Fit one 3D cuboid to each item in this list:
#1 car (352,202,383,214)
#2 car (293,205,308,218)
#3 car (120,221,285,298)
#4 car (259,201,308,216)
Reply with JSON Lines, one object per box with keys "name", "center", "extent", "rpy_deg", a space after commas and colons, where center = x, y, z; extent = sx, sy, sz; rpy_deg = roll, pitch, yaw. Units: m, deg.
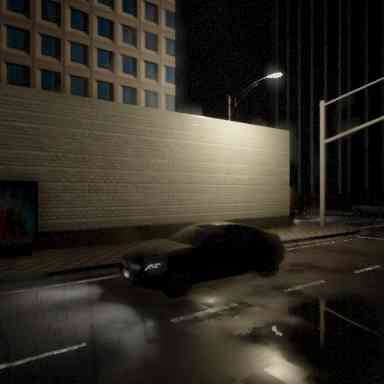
{"name": "car", "center": [18.854, 1.656, 33.709], "extent": [1.895, 1.301, 4.718], "rpy_deg": [0, 0, -39]}
{"name": "car", "center": [8.116, 1.581, 29.970], "extent": [1.812, 1.442, 4.674], "rpy_deg": [0, 0, -36]}
{"name": "car", "center": [0.465, 1.526, 8.633], "extent": [4.674, 1.442, 1.812], "rpy_deg": [0, 0, -36]}
{"name": "car", "center": [9.317, 1.656, 34.295], "extent": [1.895, 1.301, 4.718], "rpy_deg": [0, 0, -36]}
